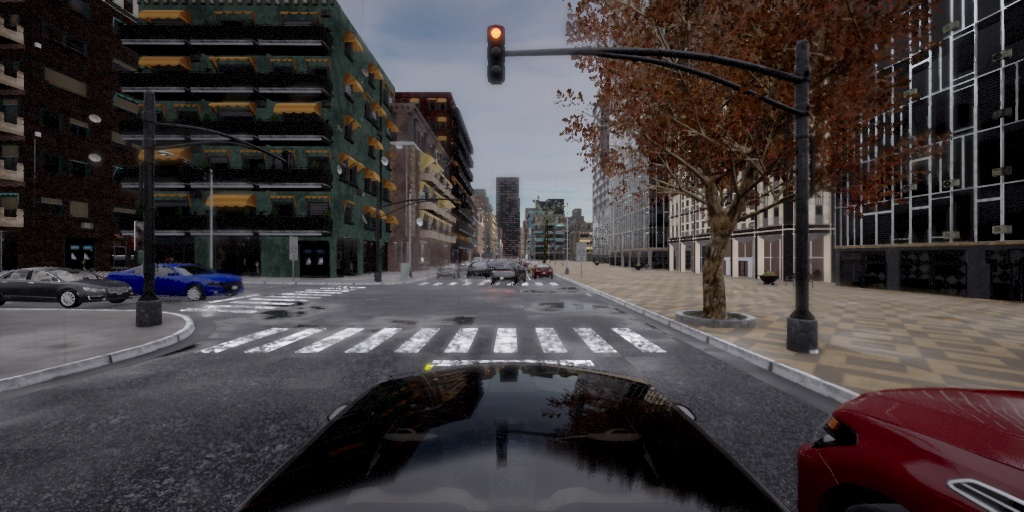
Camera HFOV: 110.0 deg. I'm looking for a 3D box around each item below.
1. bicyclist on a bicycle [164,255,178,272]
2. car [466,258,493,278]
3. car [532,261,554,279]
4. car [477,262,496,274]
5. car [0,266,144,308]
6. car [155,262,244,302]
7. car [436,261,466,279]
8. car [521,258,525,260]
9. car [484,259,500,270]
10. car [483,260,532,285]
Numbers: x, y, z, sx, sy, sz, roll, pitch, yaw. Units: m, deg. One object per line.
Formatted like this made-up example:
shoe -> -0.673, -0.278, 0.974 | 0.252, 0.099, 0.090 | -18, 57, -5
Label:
bicyclist on a bicycle -> -23.144, 0.761, 24.238 | 0.582, 1.620, 1.656 | 1, 0, -1
car -> -3.059, 1.241, 33.660 | 1.882, 1.535, 5.008 | 0, 0, 0
car -> 2.725, 1.307, 32.365 | 1.888, 1.381, 4.507 | 0, 0, 0
car -> -3.035, 1.374, 43.683 | 1.895, 1.301, 4.718 | 0, 0, 0
car -> -16.422, 1.092, 12.970 | 4.403, 1.370, 2.007 | 0, 0, -1
car -> -14.311, 1.051, 15.416 | 5.008, 1.535, 1.882 | 1, 0, 3
car -> -5.655, 1.313, 32.375 | 2.007, 1.370, 4.403 | 0, 0, 0
car -> 2.755, 1.375, 60.028 | 1.802, 1.307, 4.207 | 0, 0, 0
car -> -3.013, 1.277, 54.033 | 2.128, 1.511, 4.902 | 0, 0, 0
car -> -0.187, 1.249, 25.963 | 2.128, 1.511, 4.902 | 0, 0, 12
